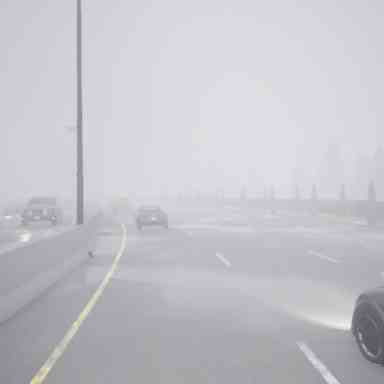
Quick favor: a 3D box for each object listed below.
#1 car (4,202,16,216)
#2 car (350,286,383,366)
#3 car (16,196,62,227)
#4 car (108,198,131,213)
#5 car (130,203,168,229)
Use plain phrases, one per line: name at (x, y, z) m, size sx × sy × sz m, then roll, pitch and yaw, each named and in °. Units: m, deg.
car at (-18.370, 1.716, 34.828) m, size 1.994 × 1.385 × 4.181 m, roll 0°, pitch 0°, yaw -24°
car at (3.350, 1.549, 3.177) m, size 1.994 × 1.385 × 4.181 m, roll 0°, pitch 0°, yaw -2°
car at (-10.699, 1.292, 24.040) m, size 2.150 × 2.045 × 5.566 m, roll 0°, pitch 0°, yaw -16°
car at (-8.342, 1.429, 38.489) m, size 2.097 × 1.767 × 4.553 m, roll 0°, pitch 0°, yaw -23°
car at (-2.805, 1.582, 22.044) m, size 1.994 × 1.385 × 4.181 m, roll 0°, pitch 0°, yaw -13°
